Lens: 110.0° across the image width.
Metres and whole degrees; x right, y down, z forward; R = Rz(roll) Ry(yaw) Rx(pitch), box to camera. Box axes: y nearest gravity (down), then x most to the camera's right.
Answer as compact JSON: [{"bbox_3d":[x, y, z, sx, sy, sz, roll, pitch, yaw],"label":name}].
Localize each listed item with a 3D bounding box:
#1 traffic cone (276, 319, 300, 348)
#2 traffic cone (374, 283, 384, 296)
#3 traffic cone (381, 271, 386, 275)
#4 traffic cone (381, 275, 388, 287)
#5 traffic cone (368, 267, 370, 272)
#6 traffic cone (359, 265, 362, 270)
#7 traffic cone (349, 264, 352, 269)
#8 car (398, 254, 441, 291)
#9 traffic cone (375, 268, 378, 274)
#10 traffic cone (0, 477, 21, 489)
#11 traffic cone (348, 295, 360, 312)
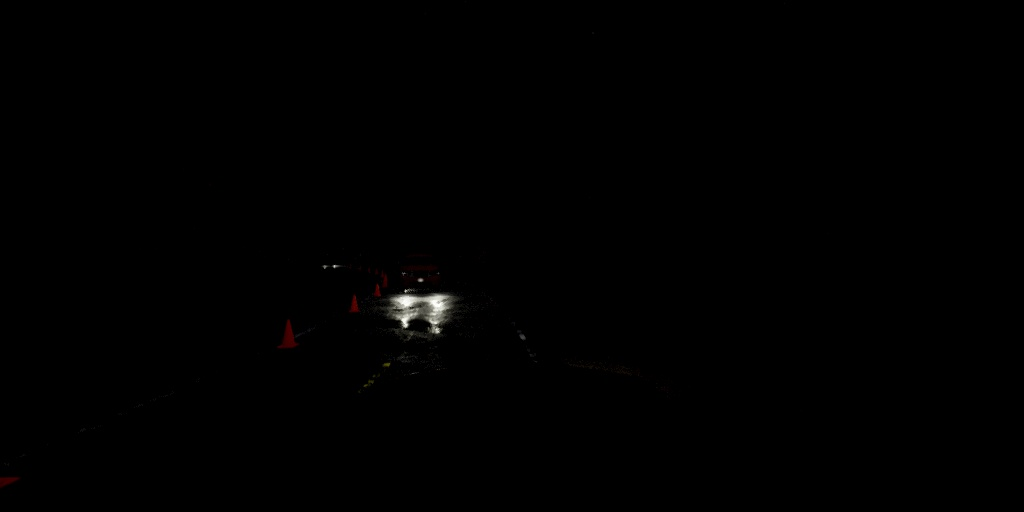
[{"bbox_3d":[-4.897,1.683,7.854,0.340,0.580,0.340,0,0,-6],"label":"traffic cone"},{"bbox_3d":[-6.537,1.638,17.392,0.340,0.580,0.340,0,0,-13],"label":"traffic cone"},{"bbox_3d":[-9.381,1.578,26.644,0.340,0.580,0.340,0,0,-21],"label":"traffic cone"},{"bbox_3d":[-7.811,1.610,22.063,0.340,0.580,0.340,0,0,-17],"label":"traffic cone"},{"bbox_3d":[-15.795,1.460,39.655,0.340,0.580,0.340,0,0,-32],"label":"traffic cone"},{"bbox_3d":[-18.472,1.420,43.689,0.340,0.580,0.340,0,0,-35],"label":"traffic cone"},{"bbox_3d":[-21.402,1.379,47.544,0.340,0.580,0.340,0,0,-39],"label":"traffic cone"},{"bbox_3d":[-5.538,0.892,21.389,2.150,2.045,5.566,0,0,-17],"label":"car"},{"bbox_3d":[-13.381,1.501,35.457,0.340,0.580,0.340,0,0,-28],"label":"traffic cone"},{"bbox_3d":[-4.538,1.700,3.025,0.340,0.580,0.340,0,0,-2],"label":"traffic cone"},{"bbox_3d":[-5.564,1.662,12.649,0.340,0.580,0.340,0,0,-10],"label":"traffic cone"}]
